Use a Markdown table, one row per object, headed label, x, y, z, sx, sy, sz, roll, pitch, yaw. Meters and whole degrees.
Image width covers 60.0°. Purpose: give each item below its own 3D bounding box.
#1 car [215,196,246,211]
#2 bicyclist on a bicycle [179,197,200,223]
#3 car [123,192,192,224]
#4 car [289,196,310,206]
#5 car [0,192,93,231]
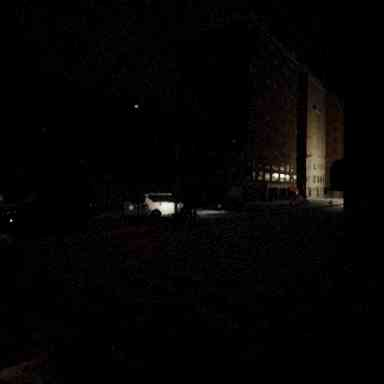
| label | x | y | z | sx | sy | sz | roll | pitch | yaw |
| --- | --- | --- | --- | --- | --- | --- | --- | --- | --- |
| car | 4.367 | 1.245 | 37.508 | 2.128 | 1.511 | 4.902 | 1 | 1 | 36 |
| bicyclist on a bicycle | -0.197 | 1.154 | 21.015 | 1.656 | 1.620 | 0.582 | 1 | 0 | 35 |
| car | -2.268 | 1.037 | 23.121 | 2.150 | 2.045 | 5.566 | 1 | 1 | 35 |
| car | 15.478 | 1.292 | 48.048 | 1.812 | 1.442 | 4.674 | 1 | 1 | 35 |
| car | -8.474 | 1.014 | 19.493 | 2.150 | 2.045 | 5.566 | 1 | 0 | 35 |
